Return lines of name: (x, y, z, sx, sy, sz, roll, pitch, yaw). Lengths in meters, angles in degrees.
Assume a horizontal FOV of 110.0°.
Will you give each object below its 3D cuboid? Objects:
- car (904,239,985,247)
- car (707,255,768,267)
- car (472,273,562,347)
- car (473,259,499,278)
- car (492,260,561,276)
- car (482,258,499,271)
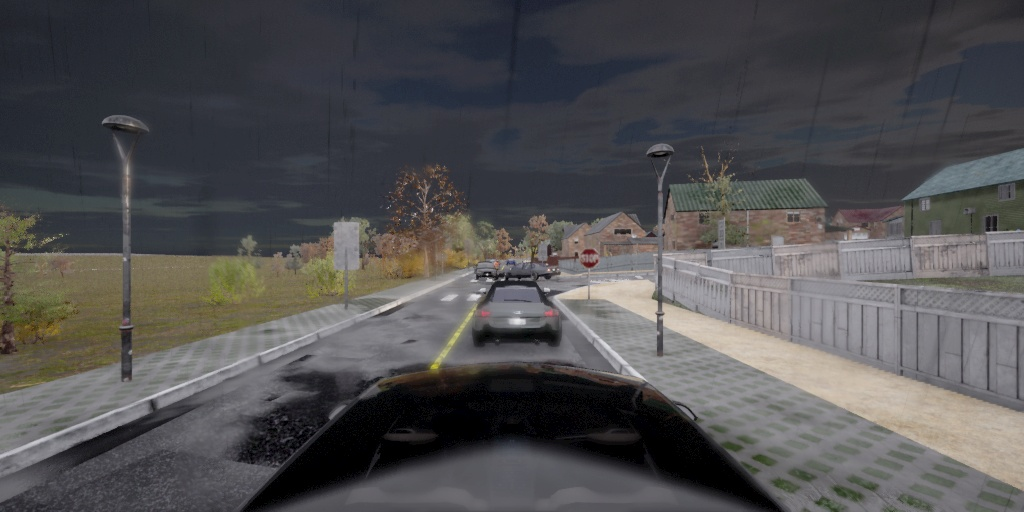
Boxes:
car: (23.837, -0.208, 20.357, 4.902, 1.511, 2.128, -3, 0, 14)
car: (14.329, 0.413, 22.753, 4.181, 1.385, 1.994, -3, 0, 16)
car: (0.081, 1.313, 9.322, 1.994, 1.385, 4.181, 0, 0, -1)
car: (-2.332, 1.258, 31.241, 1.837, 1.490, 4.892, 0, 0, -8)
car: (1.263, 1.198, 28.340, 5.357, 1.411, 2.033, -4, -3, 43)
car: (-2.984, 1.121, 51.057, 2.097, 1.767, 4.553, 0, 0, 0)
